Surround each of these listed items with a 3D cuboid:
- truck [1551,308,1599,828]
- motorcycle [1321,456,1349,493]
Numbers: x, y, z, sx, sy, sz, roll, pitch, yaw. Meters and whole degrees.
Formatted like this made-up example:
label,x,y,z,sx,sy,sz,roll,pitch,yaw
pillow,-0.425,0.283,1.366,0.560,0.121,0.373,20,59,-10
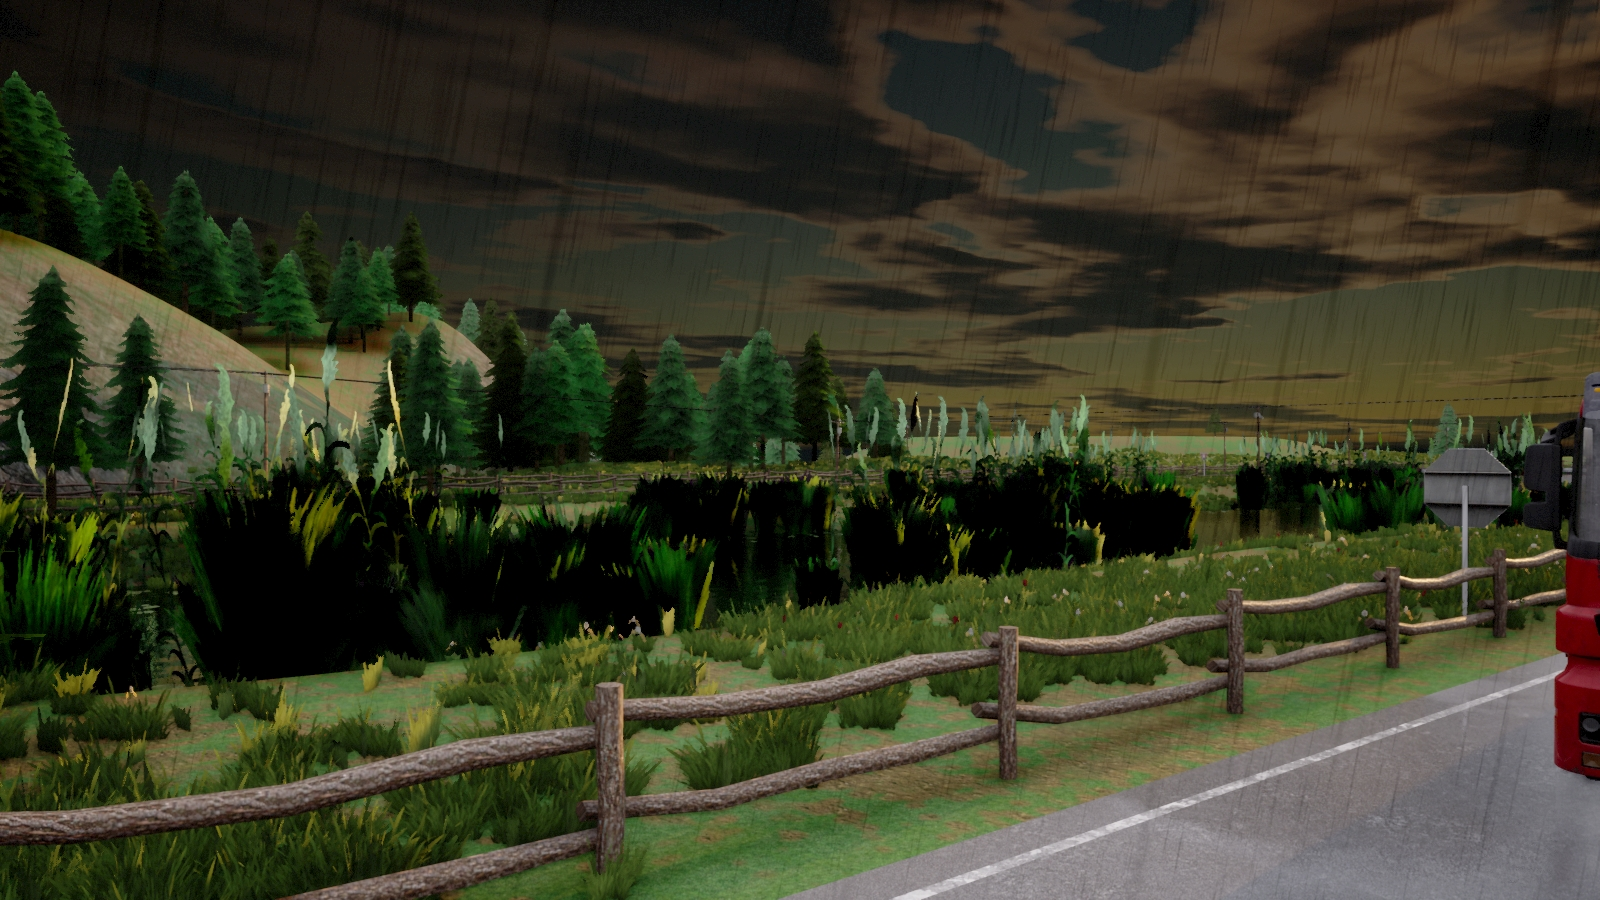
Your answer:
label,x,y,z,sx,sy,sz,roll,pitch,yaw
truck,9.470,0.862,10.933,2.891,3.827,8.468,0,0,40
motorcycle,34.880,1.576,74.489,2.033,2.348,0.803,0,0,-39
